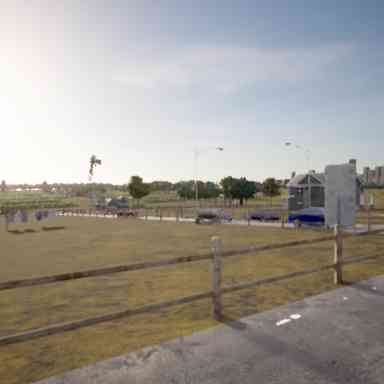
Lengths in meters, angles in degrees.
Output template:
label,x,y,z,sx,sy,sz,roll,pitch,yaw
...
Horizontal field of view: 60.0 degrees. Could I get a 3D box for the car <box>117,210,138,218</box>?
label,x,y,z,sx,sy,sz,roll,pitch,yaw
car,-10.606,3.519,54.493,1.895,1.301,4.718,0,-2,-35

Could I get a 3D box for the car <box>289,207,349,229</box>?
label,x,y,z,sx,sy,sz,roll,pitch,yaw
car,9.854,1.944,25.710,1.882,1.535,5.008,0,-2,-36

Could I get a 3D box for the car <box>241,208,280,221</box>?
label,x,y,z,sx,sy,sz,roll,pitch,yaw
car,7.056,2.374,34.676,1.994,1.385,4.181,0,-2,-35

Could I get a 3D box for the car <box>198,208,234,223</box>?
label,x,y,z,sx,sy,sz,roll,pitch,yaw
car,2.471,2.500,36.042,1.812,1.442,4.674,0,-2,-35
